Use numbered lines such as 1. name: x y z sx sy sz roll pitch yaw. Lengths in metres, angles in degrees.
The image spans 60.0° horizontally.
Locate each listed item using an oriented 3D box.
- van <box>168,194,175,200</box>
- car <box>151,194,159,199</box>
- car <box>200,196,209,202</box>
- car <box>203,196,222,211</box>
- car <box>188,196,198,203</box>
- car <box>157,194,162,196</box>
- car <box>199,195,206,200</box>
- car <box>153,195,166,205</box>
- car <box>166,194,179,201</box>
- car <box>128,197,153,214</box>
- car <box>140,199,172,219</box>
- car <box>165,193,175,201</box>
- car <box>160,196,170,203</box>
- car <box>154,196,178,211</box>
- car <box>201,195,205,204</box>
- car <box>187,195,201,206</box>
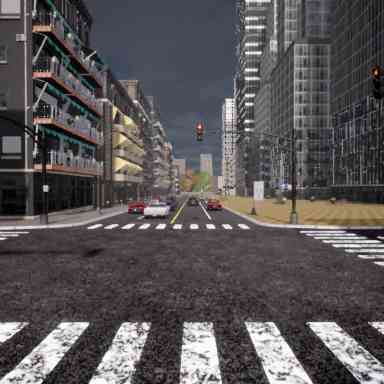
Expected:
1. van: -5.591 1.351 91.906 1.690 1.788 3.998 -1 0 0
2. car: -5.652 1.436 41.066 1.967 1.590 4.097 -1 0 0
3. car: 2.739 1.548 75.007 1.887 1.381 4.507 -1 0 0
4. car: 2.696 1.541 41.113 1.887 1.381 4.507 -1 0 0
5. car: 0.194 1.603 69.720 1.895 1.301 4.718 0 0 0
6. car: -5.640 1.313 52.365 2.192 1.841 5.009 -1 0 0
7. car: 2.759 1.535 92.125 1.752 1.417 4.829 -1 0 0
8. car: -5.631 1.439 58.013 1.967 1.590 4.097 -1 0 0
9. car: -3.027 1.502 49.709 1.837 1.490 4.892 0 0 0
10. car: -5.657 1.540 35.417 1.887 1.381 4.507 -1 0 0
11. car: -3.063 1.597 29.467 1.895 1.301 4.718 0 0 0
12. car: -5.598 1.322 86.258 2.192 1.841 5.009 -1 0 0
13. car: -5.615 1.584 69.311 1.802 1.307 4.206 -1 0 0
14. car: -3.039 1.560 39.528 1.994 1.385 4.181 0 0 1
15. car: 2.725 1.551 63.709 2.008 1.369 4.403 -1 0 0
16. car: 0.166 1.524 55.128 1.812 1.442 4.674 0 0 0
